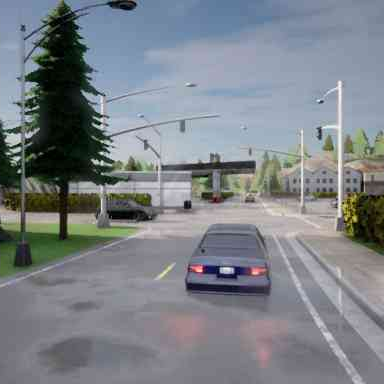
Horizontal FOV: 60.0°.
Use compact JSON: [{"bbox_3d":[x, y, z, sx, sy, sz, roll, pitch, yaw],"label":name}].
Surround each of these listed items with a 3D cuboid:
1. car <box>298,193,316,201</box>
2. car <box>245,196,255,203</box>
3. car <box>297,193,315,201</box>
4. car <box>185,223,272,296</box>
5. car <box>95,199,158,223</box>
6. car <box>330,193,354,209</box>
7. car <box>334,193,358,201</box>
[{"bbox_3d":[27.321,1.071,79.227,3.866,1.878,1.905,0,0,10],"label":"car"},{"bbox_3d":[11.965,1.486,68.529,2.128,1.511,4.902,0,0,11],"label":"car"},{"bbox_3d":[26.140,1.355,76.060,3.806,1.475,1.970,0,0,10],"label":"car"},{"bbox_3d":[1.083,1.547,8.829,2.033,1.411,5.357,0,0,10],"label":"car"},{"bbox_3d":[-4.900,1.349,25.187,4.553,1.767,2.097,0,0,12],"label":"car"},{"bbox_3d":[20.221,1.327,42.317,5.027,1.636,2.152,0,0,10],"label":"car"},{"bbox_3d":[34.496,1.092,74.619,4.605,1.855,1.932,0,0,10],"label":"car"}]
